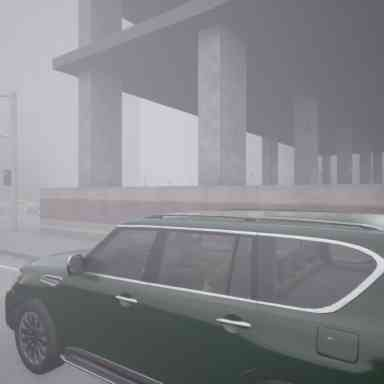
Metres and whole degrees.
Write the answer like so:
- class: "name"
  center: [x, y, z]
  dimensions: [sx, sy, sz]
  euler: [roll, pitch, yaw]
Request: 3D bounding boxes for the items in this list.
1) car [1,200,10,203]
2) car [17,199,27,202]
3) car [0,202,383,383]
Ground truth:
- class: "car"
  center: [-18.380, 1.533, 33.815]
  dimensions: [1.882, 1.535, 5.008]
  euler: [0, 0, 36]
- class: "car"
  center: [-14.331, 1.547, 33.461]
  dimensions: [2.128, 1.511, 4.902]
  euler: [0, 0, 36]
- class: "car"
  center: [0.066, 1.221, 3.937]
  dimensions: [5.566, 2.045, 2.150]
  euler: [0, 0, 36]
